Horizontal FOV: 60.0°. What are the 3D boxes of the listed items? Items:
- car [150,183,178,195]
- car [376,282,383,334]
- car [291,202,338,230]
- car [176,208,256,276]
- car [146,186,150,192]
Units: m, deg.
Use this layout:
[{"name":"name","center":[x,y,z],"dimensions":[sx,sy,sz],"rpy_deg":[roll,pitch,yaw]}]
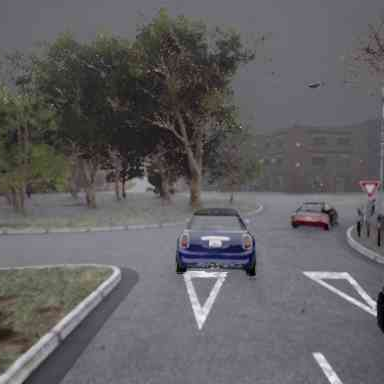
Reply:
[{"name":"car","center":[-4.909,-0.545,57.069],"dimensions":[2.150,2.045,5.566],"rpy_deg":[-2,2,-24]},{"name":"car","center":[3.487,1.229,2.047],"dimensions":[2.150,2.045,5.566],"rpy_deg":[0,0,1]},{"name":"car","center":[7.054,1.251,18.950],"dimensions":[1.994,1.385,4.181],"rpy_deg":[1,3,31]},{"name":"car","center":[0.789,1.273,10.445],"dimensions":[2.097,1.767,4.553],"rpy_deg":[0,1,5]},{"name":"car","center":[-9.769,-0.650,77.253],"dimensions":[1.837,1.490,4.892],"rpy_deg":[0,0,-7]}]
